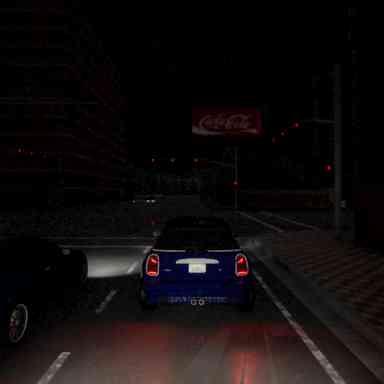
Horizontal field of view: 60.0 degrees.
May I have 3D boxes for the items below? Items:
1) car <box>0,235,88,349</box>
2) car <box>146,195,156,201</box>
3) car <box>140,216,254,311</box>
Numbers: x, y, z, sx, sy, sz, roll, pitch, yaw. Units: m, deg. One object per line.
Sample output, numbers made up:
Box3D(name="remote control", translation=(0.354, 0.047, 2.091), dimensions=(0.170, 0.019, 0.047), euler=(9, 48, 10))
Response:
Box3D(name="car", translation=(-3.417, 1.526, 6.140), dimensions=(1.812, 1.442, 4.674), euler=(0, 0, 0))
Box3D(name="car", translation=(-10.618, 1.551, 86.432), dimensions=(1.994, 1.385, 4.181), euler=(0, 0, 0))
Box3D(name="car", translation=(0.089, 1.352, 7.934), dimensions=(2.097, 1.767, 4.553), euler=(0, 0, 0))
